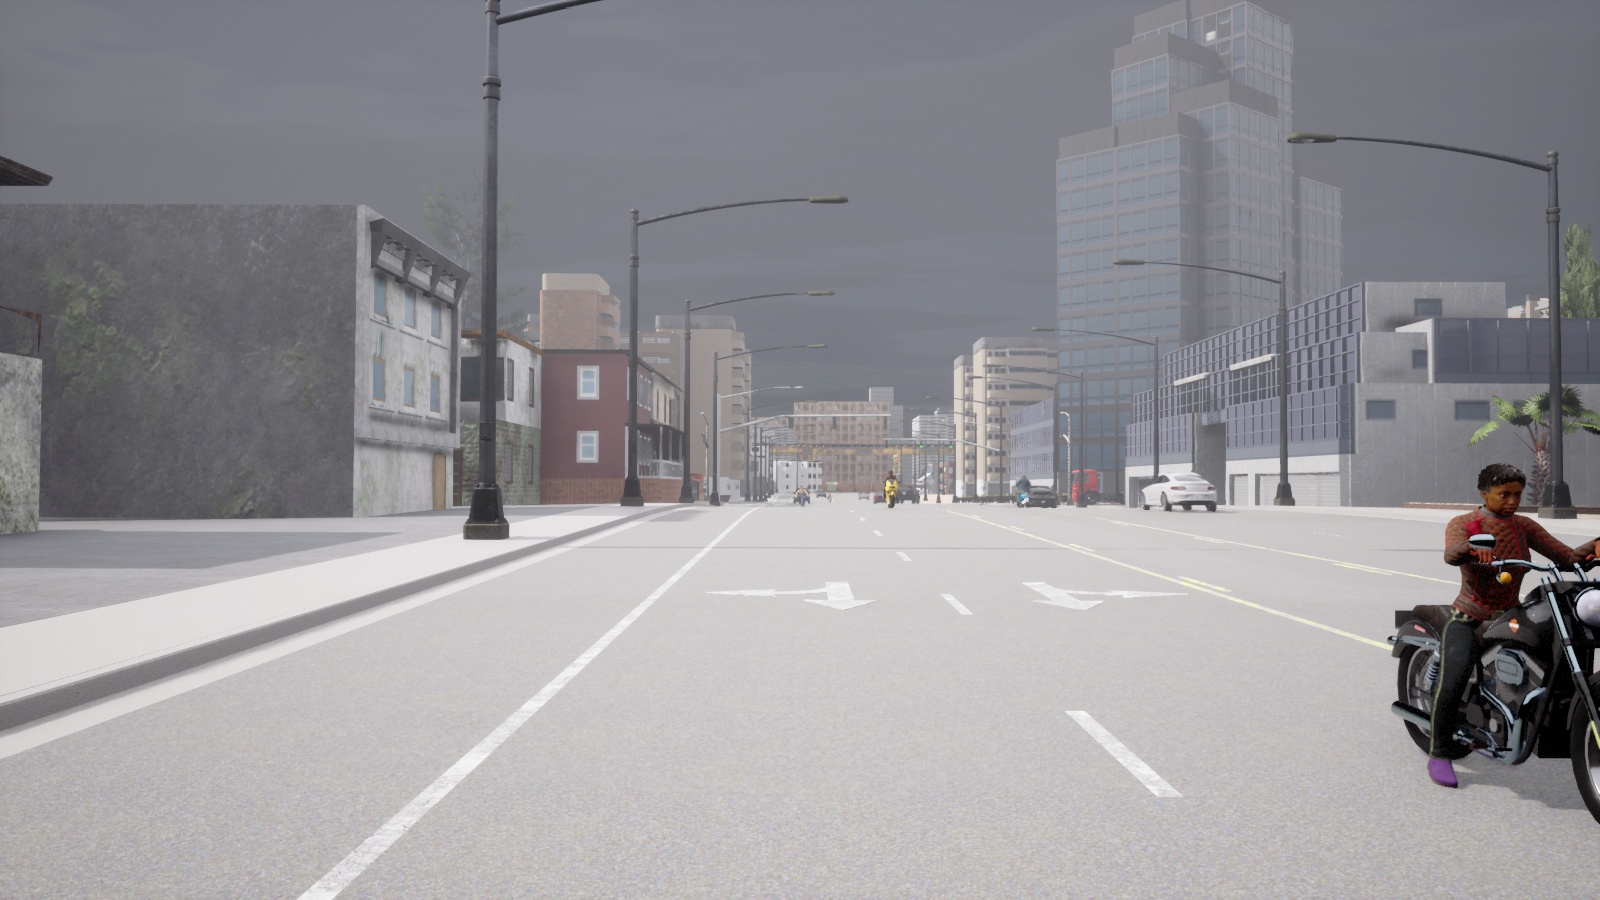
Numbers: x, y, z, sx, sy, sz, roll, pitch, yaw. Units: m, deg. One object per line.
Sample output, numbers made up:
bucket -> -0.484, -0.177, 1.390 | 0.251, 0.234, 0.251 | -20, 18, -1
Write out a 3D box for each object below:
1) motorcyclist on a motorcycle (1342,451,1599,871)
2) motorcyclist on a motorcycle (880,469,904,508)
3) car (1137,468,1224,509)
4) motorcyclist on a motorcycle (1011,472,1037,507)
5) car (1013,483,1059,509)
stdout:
motorcyclist on a motorcycle -> 3.520, 0.843, 6.083 | 0.766, 1.649, 2.350 | 0, -1, 0
motorcyclist on a motorcycle -> 3.587, 1.515, 49.276 | 0.797, 1.523, 2.044 | 0, -2, 0
car -> 14.091, 1.446, 46.810 | 1.812, 1.442, 4.674 | 0, -2, 0
motorcyclist on a motorcycle -> 10.603, 1.878, 59.482 | 0.866, 1.590, 1.817 | 0, -3, 0
car -> 14.130, 2.793, 75.339 | 1.837, 1.490, 4.892 | 0, -3, 0
